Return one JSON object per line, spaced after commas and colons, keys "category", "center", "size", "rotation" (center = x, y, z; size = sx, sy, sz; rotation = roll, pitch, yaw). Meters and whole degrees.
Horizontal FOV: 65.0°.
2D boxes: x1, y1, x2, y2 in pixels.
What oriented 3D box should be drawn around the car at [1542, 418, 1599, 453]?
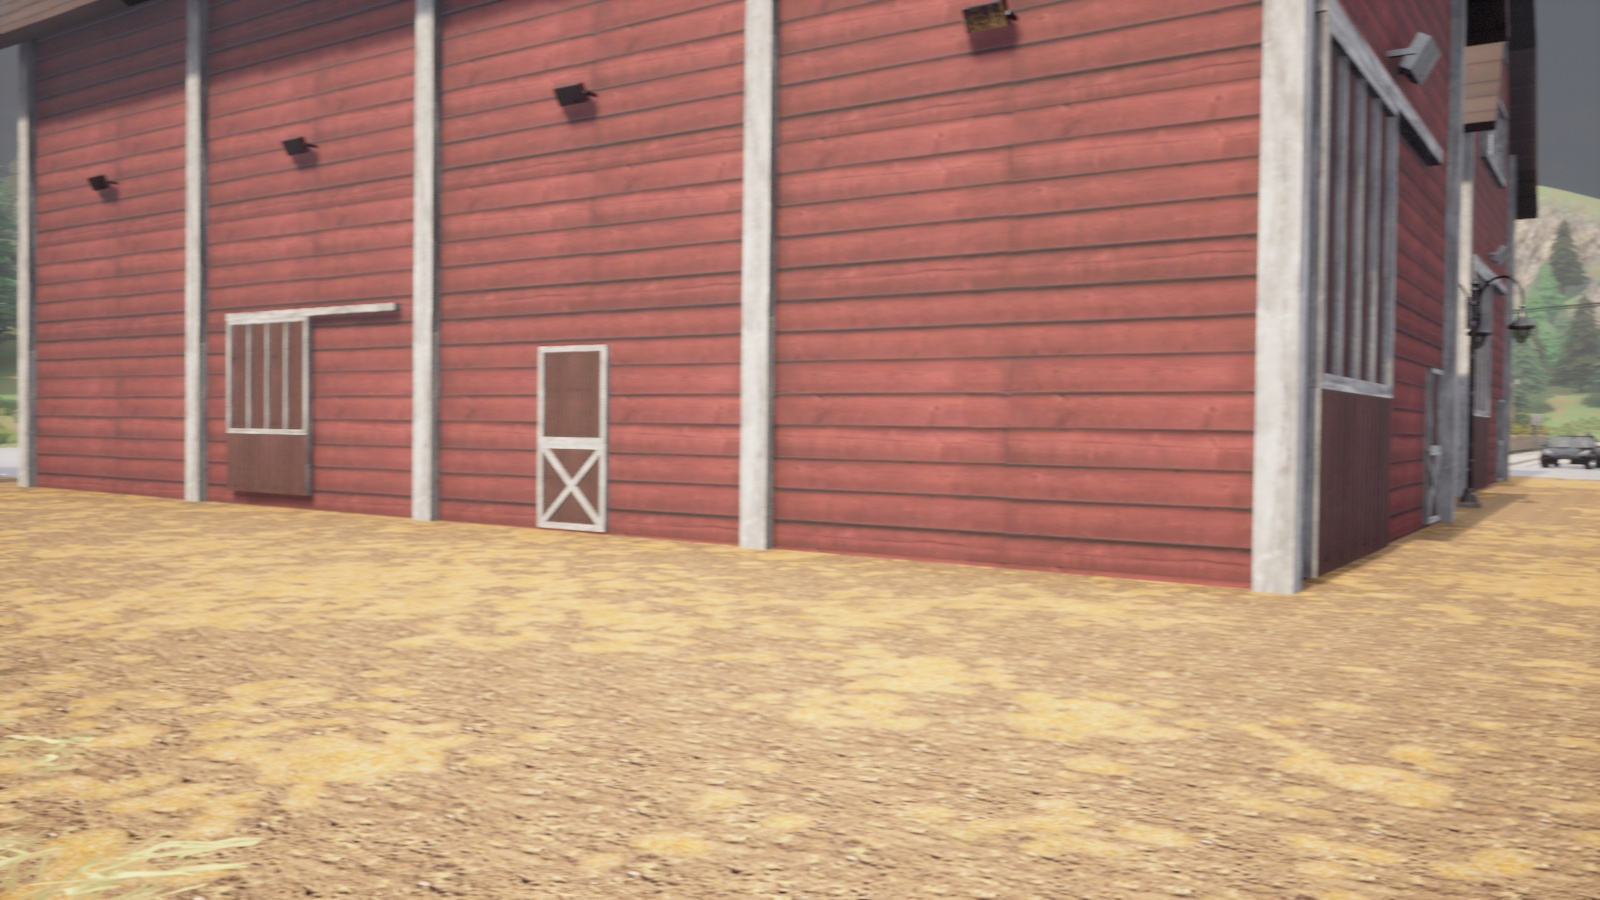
{"category": "car", "center": [35.169, -0.677, 56.734], "size": [2.163, 1.488, 4.792], "rotation": [1, 2, 39]}
